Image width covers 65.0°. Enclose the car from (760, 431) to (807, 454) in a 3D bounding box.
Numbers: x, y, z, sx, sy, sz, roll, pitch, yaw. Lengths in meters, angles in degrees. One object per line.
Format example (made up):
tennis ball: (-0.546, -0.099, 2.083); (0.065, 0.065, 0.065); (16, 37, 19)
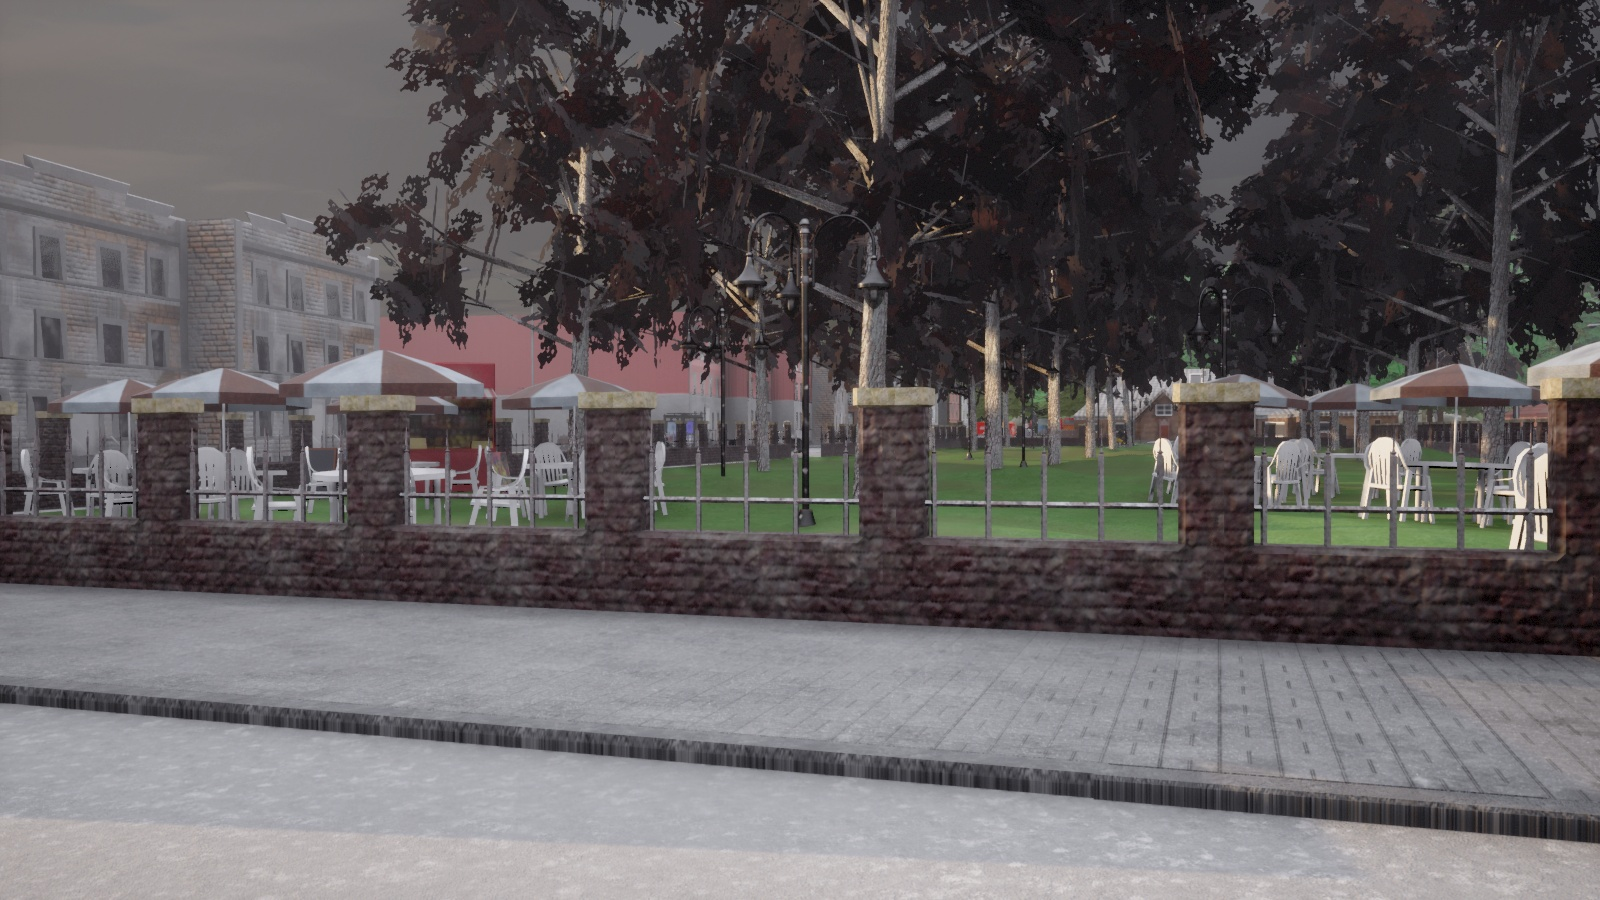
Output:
car: (-1.039, -0.537, 82.745); (1.970, 1.475, 3.806); (1, 1, 18)
